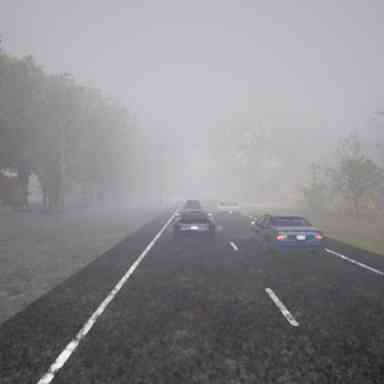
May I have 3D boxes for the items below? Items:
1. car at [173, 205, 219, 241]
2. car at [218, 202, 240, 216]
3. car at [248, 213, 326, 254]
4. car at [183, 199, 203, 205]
[{"bbox_3d":[0.101,1.569,16.867,1.994,1.385,4.181,0,0,0],"label":"car"},{"bbox_3d":[3.604,1.611,33.298,1.895,1.301,4.718,0,0,0],"label":"car"},{"bbox_3d":[3.604,1.551,13.514,2.033,1.411,5.357,0,0,0],"label":"car"},{"bbox_3d":[0.104,1.515,34.530,1.837,1.490,4.892,0,0,0],"label":"car"}]
